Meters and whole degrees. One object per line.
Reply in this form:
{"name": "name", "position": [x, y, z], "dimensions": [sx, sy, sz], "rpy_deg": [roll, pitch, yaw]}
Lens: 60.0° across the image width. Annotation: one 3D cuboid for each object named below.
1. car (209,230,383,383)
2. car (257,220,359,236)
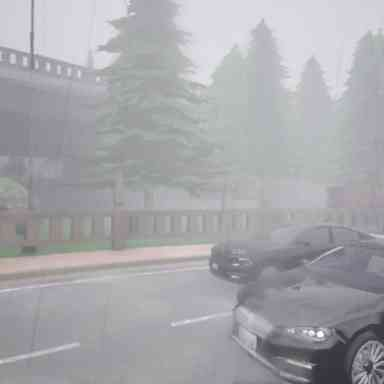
{"name": "car", "position": [2.925, 1.522, 4.999], "dimensions": [4.902, 1.511, 2.128], "rpy_deg": [1, 0, -23]}
{"name": "car", "position": [2.892, 1.508, 8.750], "dimensions": [5.008, 1.535, 1.882], "rpy_deg": [1, 0, -20]}
